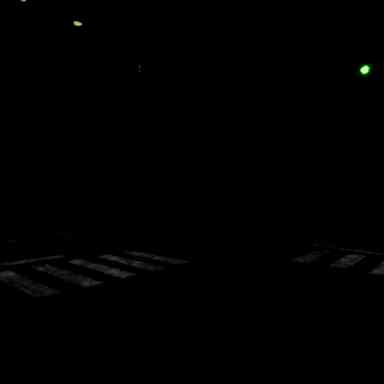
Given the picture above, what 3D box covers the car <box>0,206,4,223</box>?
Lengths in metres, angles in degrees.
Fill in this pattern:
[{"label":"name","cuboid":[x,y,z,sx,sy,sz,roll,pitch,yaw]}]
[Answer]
[{"label":"car","cuboid":[-11.955,0.956,18.362,4.403,1.369,2.008,2,1,39]}]
